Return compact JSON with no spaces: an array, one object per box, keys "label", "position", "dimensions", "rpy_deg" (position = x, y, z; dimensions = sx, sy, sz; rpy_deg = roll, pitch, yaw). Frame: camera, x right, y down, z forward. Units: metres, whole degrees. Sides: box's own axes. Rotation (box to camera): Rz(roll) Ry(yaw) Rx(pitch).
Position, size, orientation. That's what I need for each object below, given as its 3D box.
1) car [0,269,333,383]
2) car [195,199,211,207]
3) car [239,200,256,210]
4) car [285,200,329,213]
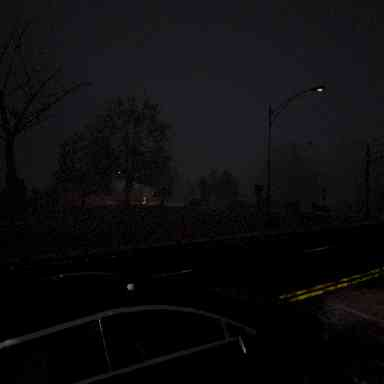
[{"label":"car","position":[-0.714,1.492,2.932],"dimensions":[4.902,1.511,2.128],"rpy_deg":[0,0,-36]},{"label":"car","position":[1.172,1.785,53.370],"dimensions":[1.812,1.442,4.674],"rpy_deg":[2,-2,-35]},{"label":"car","position":[6.962,1.761,45.159],"dimensions":[1.994,1.385,4.181],"rpy_deg":[2,-2,-37]},{"label":"car","position":[12.787,1.618,37.225],"dimensions":[1.882,1.535,5.008],"rpy_deg":[2,-2,-36]}]
